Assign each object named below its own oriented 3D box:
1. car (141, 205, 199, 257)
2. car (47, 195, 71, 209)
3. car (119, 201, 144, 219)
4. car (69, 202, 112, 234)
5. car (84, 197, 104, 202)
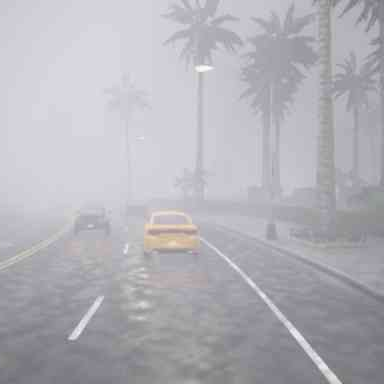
[{"bbox_3d":[-0.937,1.495,13.072,1.882,1.535,5.008,1,0,-8],"label":"car"},{"bbox_3d":[-17.624,1.468,44.410,1.812,1.442,4.674,1,0,-39],"label":"car"},{"bbox_3d":[-5.189,1.491,29.136,1.882,1.535,5.008,1,0,-20],"label":"car"},{"bbox_3d":[-5.608,1.517,18.990,1.812,1.442,4.674,1,0,-13],"label":"car"},{"bbox_3d":[-13.088,1.483,44.242,1.837,1.490,4.892,1,0,-36],"label":"car"}]
